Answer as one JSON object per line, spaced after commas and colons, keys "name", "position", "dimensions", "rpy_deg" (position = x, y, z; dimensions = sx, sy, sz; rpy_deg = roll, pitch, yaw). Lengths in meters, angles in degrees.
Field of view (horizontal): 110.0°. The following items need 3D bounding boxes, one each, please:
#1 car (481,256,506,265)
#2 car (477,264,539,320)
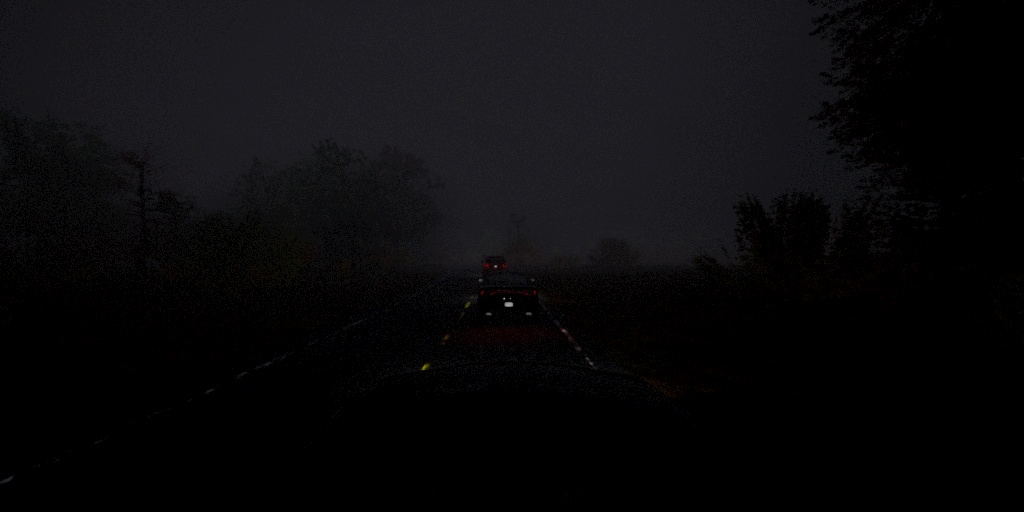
{"name": "car", "position": [-1.669, 0.978, 33.223], "dimensions": [2.150, 2.045, 5.566], "rpy_deg": [0, 0, -6]}
{"name": "car", "position": [-0.177, 1.229, 12.680], "dimensions": [1.882, 1.535, 5.008], "rpy_deg": [0, 0, -2]}
